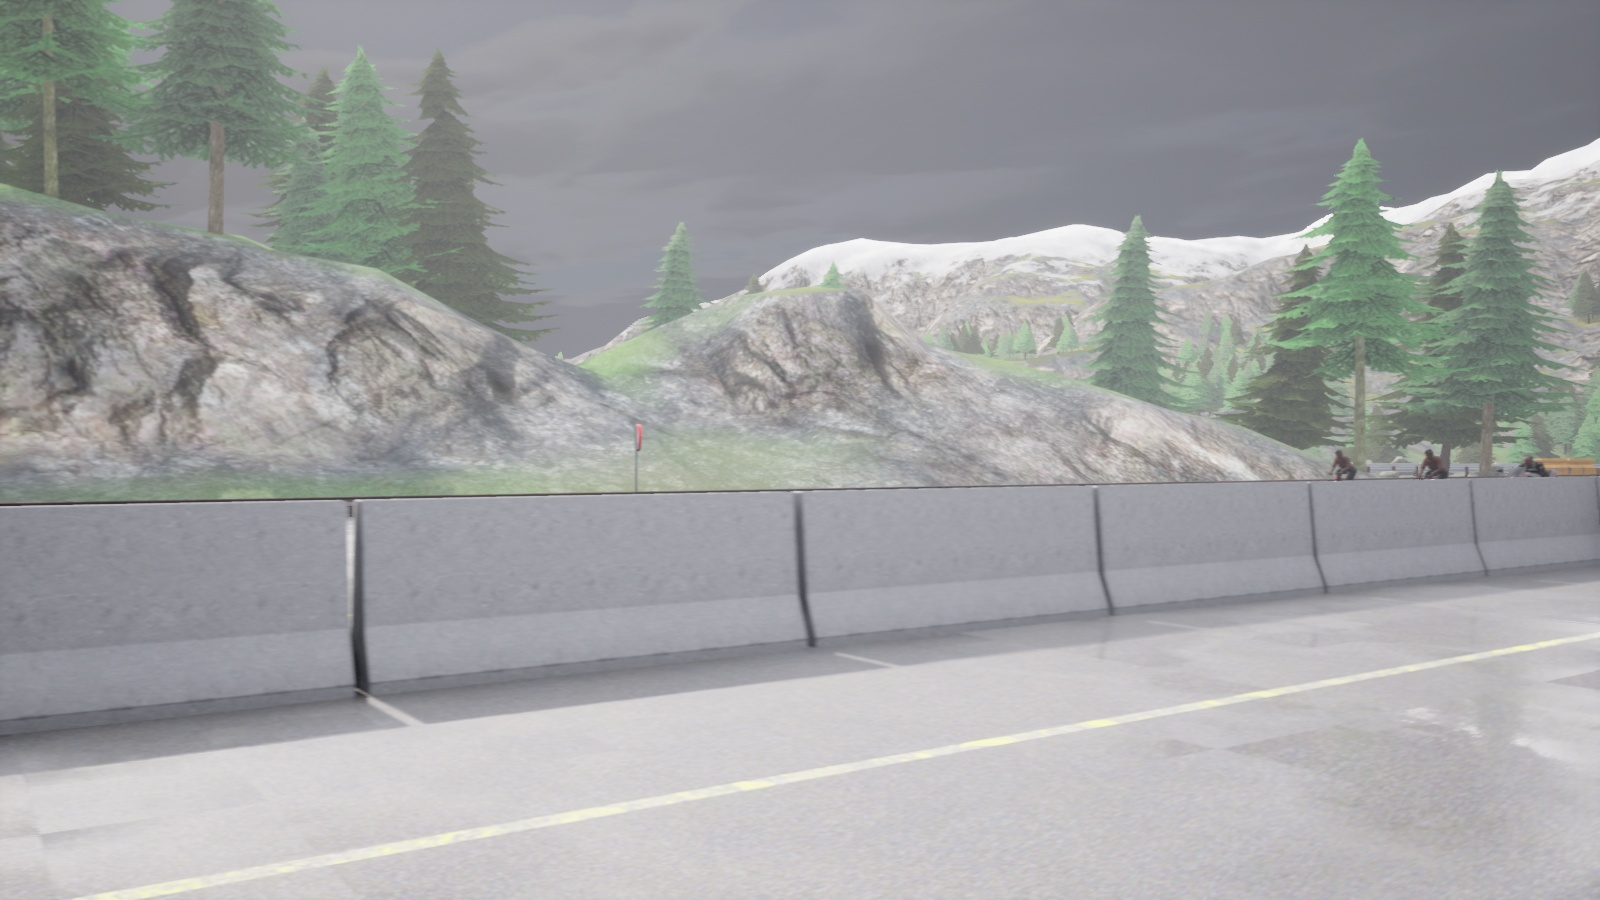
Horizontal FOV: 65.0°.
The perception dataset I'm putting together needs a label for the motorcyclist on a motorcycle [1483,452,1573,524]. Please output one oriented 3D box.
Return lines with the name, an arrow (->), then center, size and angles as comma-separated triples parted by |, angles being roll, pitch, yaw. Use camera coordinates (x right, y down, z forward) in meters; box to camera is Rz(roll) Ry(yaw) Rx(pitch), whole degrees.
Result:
motorcyclist on a motorcycle -> 16.003, 0.814, 27.590 | 2.191, 1.530, 0.866 | 0, 0, -35
